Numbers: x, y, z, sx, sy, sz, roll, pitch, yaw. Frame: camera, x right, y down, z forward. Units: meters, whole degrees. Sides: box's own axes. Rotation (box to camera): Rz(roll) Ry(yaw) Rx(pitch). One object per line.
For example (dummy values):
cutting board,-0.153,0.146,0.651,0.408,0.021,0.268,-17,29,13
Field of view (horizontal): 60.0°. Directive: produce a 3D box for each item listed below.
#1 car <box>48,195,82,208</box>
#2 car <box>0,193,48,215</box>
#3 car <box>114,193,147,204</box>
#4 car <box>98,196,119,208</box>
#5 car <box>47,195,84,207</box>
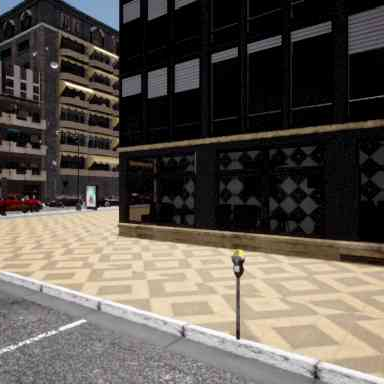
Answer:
car,-15.206,1.100,39.476,1.994,1.385,4.181,0,1,35
car,-15.608,1.029,28.786,2.192,1.841,5.009,1,2,35
car,-8.910,0.855,48.425,1.812,1.442,4.674,0,1,35
car,-9.237,1.072,37.874,1.947,1.339,4.313,1,2,35
car,-16.133,1.074,42.636,1.802,1.307,4.206,1,2,35
